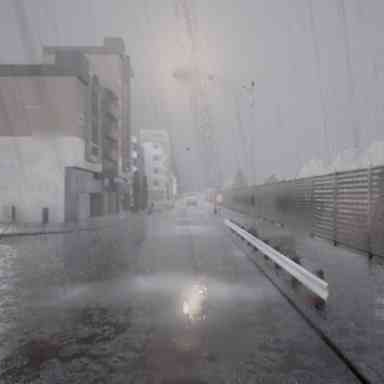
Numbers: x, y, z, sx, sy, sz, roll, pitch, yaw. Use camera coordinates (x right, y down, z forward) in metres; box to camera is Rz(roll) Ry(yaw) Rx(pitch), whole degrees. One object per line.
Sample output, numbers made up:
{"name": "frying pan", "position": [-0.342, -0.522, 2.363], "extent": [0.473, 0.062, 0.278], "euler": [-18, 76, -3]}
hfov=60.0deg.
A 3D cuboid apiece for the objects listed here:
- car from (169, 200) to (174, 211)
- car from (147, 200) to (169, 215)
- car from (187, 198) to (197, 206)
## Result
{"name": "car", "position": [-4.113, 2.018, 49.458], "extent": [1.882, 1.535, 5.008], "euler": [0, -1, 0]}
{"name": "car", "position": [-4.115, 1.934, 39.225], "extent": [1.837, 1.490, 4.892], "euler": [0, -1, 0]}
{"name": "car", "position": [-0.037, 2.136, 71.495], "extent": [2.097, 1.767, 4.553], "euler": [0, -1, 0]}
